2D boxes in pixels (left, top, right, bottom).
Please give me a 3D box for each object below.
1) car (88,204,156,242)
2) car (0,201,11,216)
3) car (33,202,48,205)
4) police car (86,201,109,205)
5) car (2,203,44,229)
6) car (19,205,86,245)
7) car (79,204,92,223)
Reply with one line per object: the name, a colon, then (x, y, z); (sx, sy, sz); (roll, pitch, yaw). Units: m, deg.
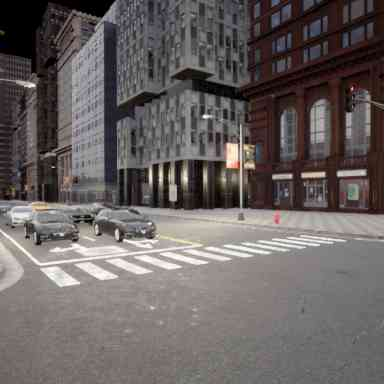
car: (-3.577, 1.611, 17.173); (1.837, 1.490, 4.892); (0, 0, -35)
car: (-19.686, 1.714, 34.806); (2.097, 1.767, 4.553); (0, -1, -33)
car: (-16.467, 1.810, 35.852); (1.882, 1.535, 5.008); (0, -1, -35)
police car: (-8.487, 1.639, 30.171); (1.930, 1.638, 5.238); (0, 0, -35)
car: (-12.142, 1.736, 23.855); (1.812, 1.442, 4.674); (0, 0, -35)
car: (-7.040, 1.634, 16.467); (1.837, 1.490, 4.892); (0, 0, -35)
car: (-8.841, 1.787, 24.793); (1.895, 1.301, 4.718); (0, 0, -35)
